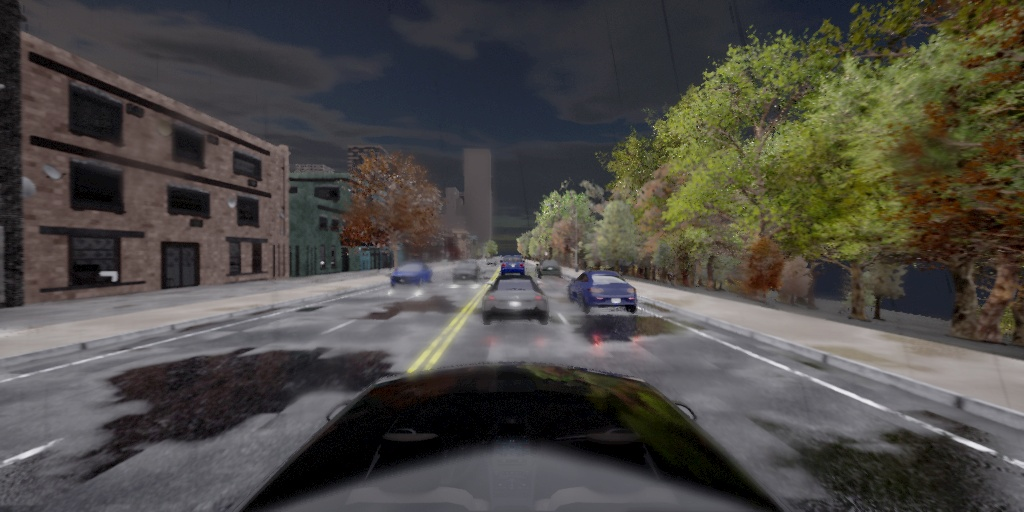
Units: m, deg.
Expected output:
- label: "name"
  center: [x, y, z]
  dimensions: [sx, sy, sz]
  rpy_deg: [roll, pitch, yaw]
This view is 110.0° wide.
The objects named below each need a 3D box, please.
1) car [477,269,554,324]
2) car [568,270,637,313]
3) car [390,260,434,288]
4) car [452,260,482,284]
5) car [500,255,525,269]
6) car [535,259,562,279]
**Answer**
- label: "car"
  center: [0.097, 1.312, 11.978]
  dimensions: [1.994, 1.385, 4.181]
  rpy_deg: [0, 0, 0]
- label: "car"
  center: [3.360, 1.274, 13.864]
  dimensions: [1.812, 1.442, 4.674]
  rpy_deg: [0, 0, 0]
- label: "car"
  center: [-6.611, 1.224, 24.120]
  dimensions: [1.882, 1.535, 5.008]
  rpy_deg: [0, 0, 0]
- label: "car"
  center: [-3.368, 1.251, 27.494]
  dimensions: [1.837, 1.490, 4.892]
  rpy_deg: [0, 0, 0]
- label: "car"
  center: [0.045, 0.966, 33.950]
  dimensions: [2.150, 2.045, 5.566]
  rpy_deg: [0, 0, -1]
- label: "car"
  center: [3.299, 1.097, 32.843]
  dimensions: [2.097, 1.767, 4.553]
  rpy_deg: [0, 0, -1]
